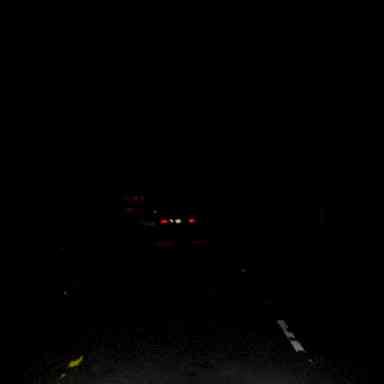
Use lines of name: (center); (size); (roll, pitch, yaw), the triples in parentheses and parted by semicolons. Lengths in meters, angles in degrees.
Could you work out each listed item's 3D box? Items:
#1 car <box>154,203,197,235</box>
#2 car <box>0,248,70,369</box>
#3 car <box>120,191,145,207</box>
car: (-0.946, 1.300, 17.226); (2.033, 1.411, 5.357); (-1, 1, -8)
car: (-3.202, 1.514, 4.478); (1.994, 1.385, 4.181); (0, 1, -2)
car: (-6.984, 0.681, 38.645); (2.097, 1.767, 4.553); (-2, 2, -22)
